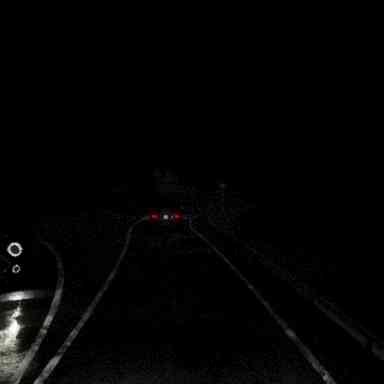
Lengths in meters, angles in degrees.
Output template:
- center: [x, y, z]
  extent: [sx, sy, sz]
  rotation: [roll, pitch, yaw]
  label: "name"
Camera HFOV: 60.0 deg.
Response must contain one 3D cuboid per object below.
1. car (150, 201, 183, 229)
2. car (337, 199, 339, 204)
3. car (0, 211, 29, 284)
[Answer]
- center: [-1.496, 1.259, 19.711]
  extent: [2.033, 1.411, 5.357]
  rotation: [0, 2, -3]
  label: "car"
- center: [14.680, 0.655, 39.059]
  extent: [5.008, 1.535, 1.882]
  rotation: [3, 1, -6]
  label: "car"
- center: [-5.742, 1.360, 9.263]
  extent: [2.097, 1.767, 4.553]
  rotation: [-1, 1, -26]
  label: "car"
